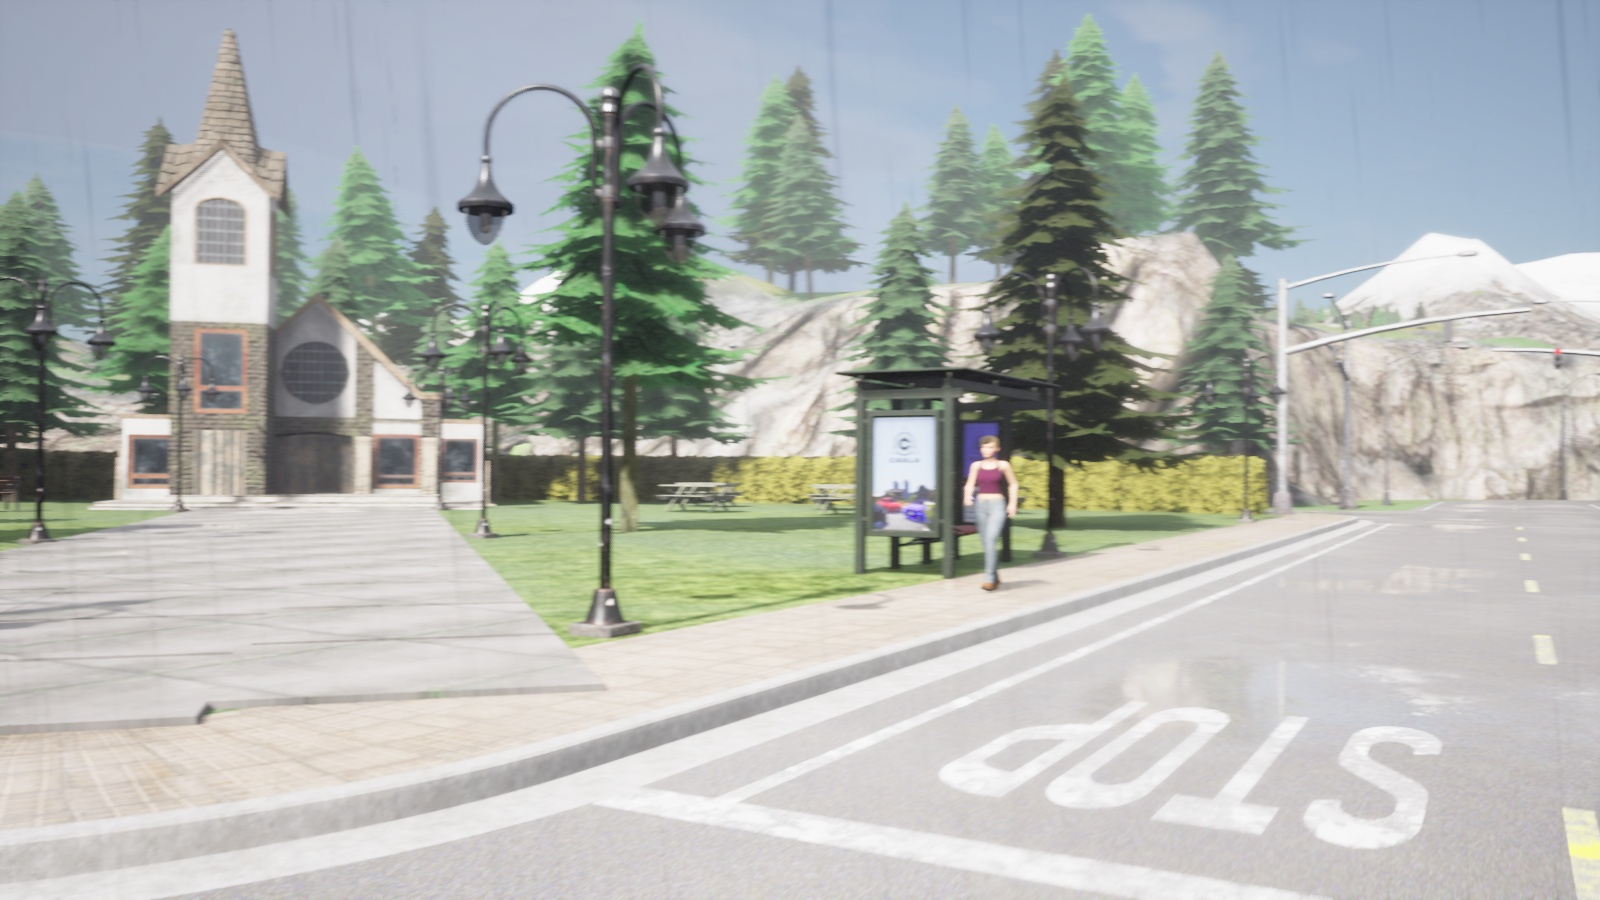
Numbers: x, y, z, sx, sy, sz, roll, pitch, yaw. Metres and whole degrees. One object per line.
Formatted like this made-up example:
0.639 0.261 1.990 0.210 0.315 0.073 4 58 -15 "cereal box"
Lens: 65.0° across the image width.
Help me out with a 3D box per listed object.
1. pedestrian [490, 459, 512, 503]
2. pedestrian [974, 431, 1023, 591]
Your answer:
-12.583 1.304 52.859 0.694 1.848 0.540 0 -1 13 "pedestrian"
2.325 0.701 14.696 0.345 1.836 0.594 -1 -1 32 "pedestrian"
